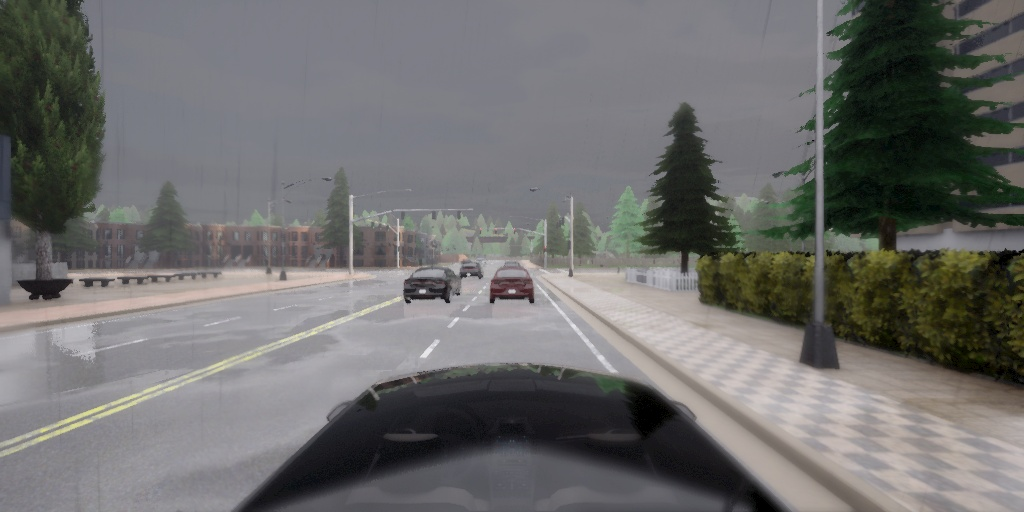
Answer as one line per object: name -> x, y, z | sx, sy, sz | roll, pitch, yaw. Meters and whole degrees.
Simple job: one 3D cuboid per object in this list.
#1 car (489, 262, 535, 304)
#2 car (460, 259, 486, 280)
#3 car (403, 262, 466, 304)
car -> 0.000, 1.233, 16.500 | 1.882, 1.535, 5.008 | 0, 0, 0
car -> -3.500, 1.265, 31.500 | 1.837, 1.490, 4.892 | 0, 0, 0
car -> -3.500, 1.233, 16.500 | 1.882, 1.535, 5.008 | 0, 0, 0
